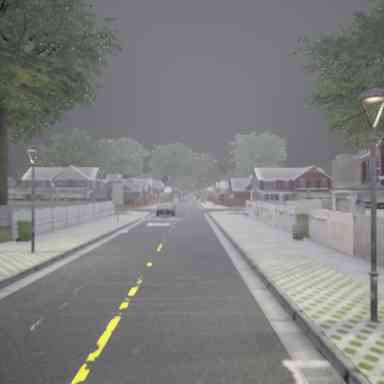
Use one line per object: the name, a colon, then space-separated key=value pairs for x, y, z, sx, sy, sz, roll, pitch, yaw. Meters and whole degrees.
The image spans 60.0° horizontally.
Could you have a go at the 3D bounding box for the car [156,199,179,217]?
car: x=-2.772 y=1.821 z=36.247 sx=1.882 sy=1.535 sz=5.008 roll=0 pitch=-1 yaw=0

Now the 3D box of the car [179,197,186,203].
car: x=-2.789 y=2.209 z=92.496 sx=2.097 sy=1.767 sz=4.553 roll=0 pitch=0 yaw=0
